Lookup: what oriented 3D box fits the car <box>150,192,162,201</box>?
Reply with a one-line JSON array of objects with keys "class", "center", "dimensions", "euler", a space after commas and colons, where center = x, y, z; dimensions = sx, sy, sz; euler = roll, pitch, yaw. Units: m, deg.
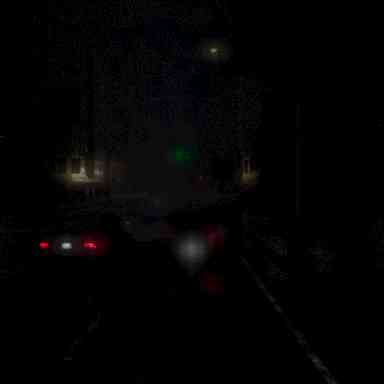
[{"class": "car", "center": [-6.645, 0.759, 61.298], "dimensions": [2.128, 1.511, 4.902], "euler": [0, 1, 1]}]

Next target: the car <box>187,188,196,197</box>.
[{"class": "car", "center": [-0.147, 0.082, 82.110], "dimensions": [2.150, 2.045, 5.566], "euler": [0, 1, 0]}]

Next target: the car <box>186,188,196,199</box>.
[{"class": "car", "center": [-0.129, 0.489, 72.051], "dimensions": [2.097, 1.767, 4.553], "euler": [0, 1, 0]}]

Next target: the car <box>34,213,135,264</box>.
[{"class": "car", "center": [-3.253, 1.414, 11.152], "dimensions": [2.033, 1.411, 5.357], "euler": [0, 1, 0]}]

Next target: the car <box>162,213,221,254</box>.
[{"class": "car", "center": [0.007, 1.448, 12.666], "dimensions": [1.895, 1.301, 4.718], "euler": [0, 1, 0]}]

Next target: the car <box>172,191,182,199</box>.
[{"class": "car", "center": [-3.379, 0.686, 72.077], "dimensions": [1.994, 1.385, 4.181], "euler": [0, 1, 0]}]

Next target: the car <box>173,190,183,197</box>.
[{"class": "car", "center": [-3.396, 0.384, 82.078], "dimensions": [2.128, 1.511, 4.902], "euler": [0, 1, 0]}]
